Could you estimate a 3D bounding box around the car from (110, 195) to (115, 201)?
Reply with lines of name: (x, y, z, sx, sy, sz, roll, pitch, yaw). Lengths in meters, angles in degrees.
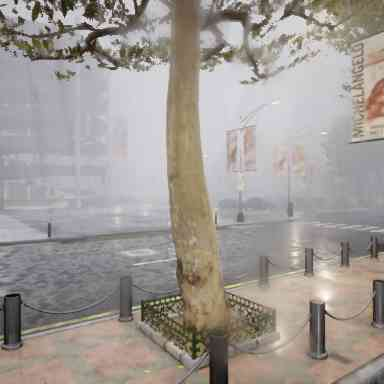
car: (-18.523, 1.427, 77.742, 5.008, 1.535, 1.882, 0, 0, 12)

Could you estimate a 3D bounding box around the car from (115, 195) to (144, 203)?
car: (-12.807, 1.496, 67.956, 4.892, 1.490, 1.837, 1, 0, 30)

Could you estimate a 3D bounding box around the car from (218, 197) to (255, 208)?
car: (5.972, 1.547, 47.453, 2.033, 1.411, 5.357, 0, 0, -35)

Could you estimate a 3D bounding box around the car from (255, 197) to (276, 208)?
car: (9.819, 1.502, 48.052, 1.837, 1.490, 4.892, 0, 1, -36)

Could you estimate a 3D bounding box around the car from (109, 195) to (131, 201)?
car: (-17.563, 1.440, 81.108, 4.892, 1.490, 1.837, 0, 0, 12)

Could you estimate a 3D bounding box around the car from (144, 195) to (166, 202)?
car: (-8.987, 1.478, 73.888, 5.008, 1.535, 1.882, 0, 0, 30)

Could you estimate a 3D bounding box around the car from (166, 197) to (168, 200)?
car: (-7.966, 1.525, 77.300, 4.902, 1.511, 2.128, 0, 0, 26)
